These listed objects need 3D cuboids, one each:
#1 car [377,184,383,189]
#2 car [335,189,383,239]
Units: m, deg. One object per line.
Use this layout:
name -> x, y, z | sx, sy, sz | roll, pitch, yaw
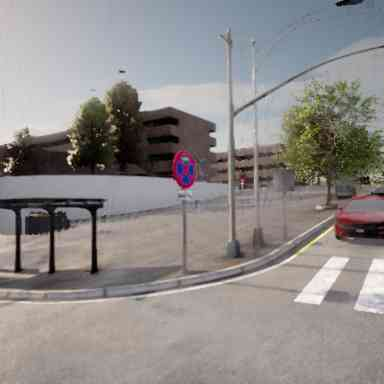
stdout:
car -> 12.790, 0.357, 21.781 | 1.994, 1.385, 4.181 | -2, 2, 34
car -> 7.237, 0.917, 13.602 | 1.882, 1.535, 5.008 | -2, 2, 35
